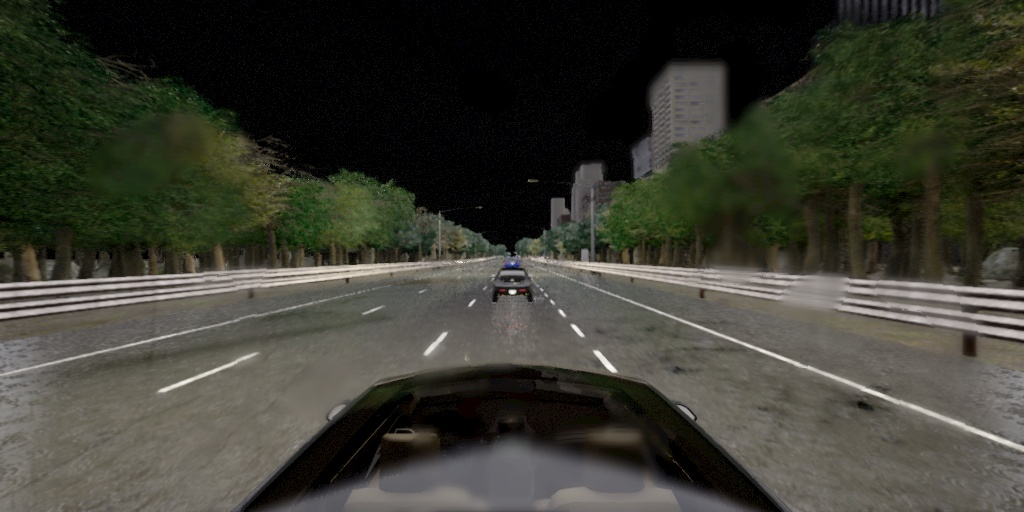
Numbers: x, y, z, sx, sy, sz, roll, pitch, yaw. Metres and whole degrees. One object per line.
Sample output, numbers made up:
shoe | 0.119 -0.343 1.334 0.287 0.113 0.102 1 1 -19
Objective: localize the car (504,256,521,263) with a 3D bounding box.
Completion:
car | 0.063 1.140 48.645 2.150 2.045 5.566 0 0 0

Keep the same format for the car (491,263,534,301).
car | 0.024 1.299 17.806 1.837 1.490 4.892 0 0 0
